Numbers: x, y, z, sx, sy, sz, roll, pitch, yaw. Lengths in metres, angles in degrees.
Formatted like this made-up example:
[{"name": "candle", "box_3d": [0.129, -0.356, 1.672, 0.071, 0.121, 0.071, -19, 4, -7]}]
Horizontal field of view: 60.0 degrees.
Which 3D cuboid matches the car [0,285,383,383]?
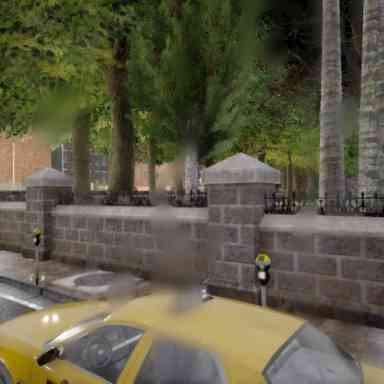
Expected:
[{"name": "car", "box_3d": [-0.222, 1.525, 2.976, 4.829, 1.417, 1.752, 0, -1, 35]}]
